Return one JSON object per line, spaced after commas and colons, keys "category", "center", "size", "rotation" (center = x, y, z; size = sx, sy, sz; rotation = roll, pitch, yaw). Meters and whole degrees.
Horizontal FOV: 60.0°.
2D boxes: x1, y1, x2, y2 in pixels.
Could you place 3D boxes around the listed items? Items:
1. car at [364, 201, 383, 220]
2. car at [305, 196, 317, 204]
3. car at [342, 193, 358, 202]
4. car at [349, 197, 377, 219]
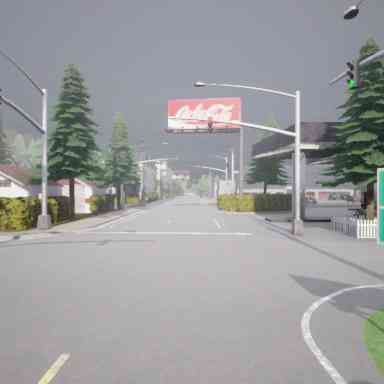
{"category": "car", "center": [18.704, 1.672, 30.605], "size": [4.611, 1.667, 2.242], "rotation": [0, 0, 0]}
{"category": "car", "center": [22.521, 1.552, 64.001], "size": [1.970, 1.475, 3.806], "rotation": [0, 0, 0]}
{"category": "car", "center": [34.927, 1.489, 71.789], "size": [2.007, 1.523, 4.514], "rotation": [0, 0, 0]}
{"category": "car", "center": [14.376, 1.505, 24.936], "size": [3.866, 1.878, 1.905], "rotation": [0, 0, 0]}
